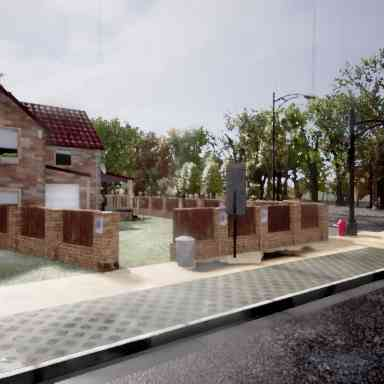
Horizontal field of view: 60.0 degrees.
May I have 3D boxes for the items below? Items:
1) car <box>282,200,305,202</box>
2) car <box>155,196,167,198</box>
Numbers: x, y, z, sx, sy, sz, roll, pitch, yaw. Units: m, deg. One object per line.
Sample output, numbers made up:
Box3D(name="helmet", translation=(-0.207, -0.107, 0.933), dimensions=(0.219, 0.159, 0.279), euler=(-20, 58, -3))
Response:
Box3D(name="car", translation=(8.754, 1.413, 27.663), dimensions=(1.882, 1.535, 5.008), euler=(0, 0, -35))
Box3D(name="car", translation=(-4.187, 1.337, 45.872), dimensions=(2.128, 1.511, 4.902), euler=(0, 0, -35))
